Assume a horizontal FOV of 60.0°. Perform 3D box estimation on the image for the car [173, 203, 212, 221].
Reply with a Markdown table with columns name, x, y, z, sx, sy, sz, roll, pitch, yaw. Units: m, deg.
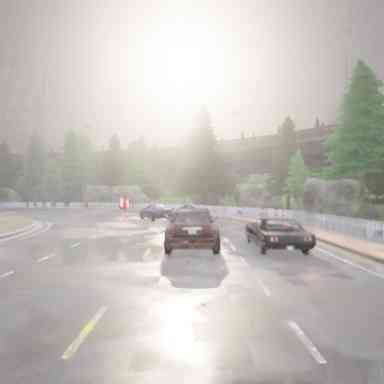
| name | x | y | z | sx | sy | sz | roll | pitch | yaw |
| --- | --- | --- | --- | --- | --- | --- | --- | --- | --- |
| car | -0.055 | 1.811 | 31.124 | 1.812 | 1.442 | 4.674 | 0 | 0 | -27 |

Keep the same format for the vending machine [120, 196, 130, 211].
| name | x | y | z | sx | sy | sz | roll | pitch | yaw |
| --- | --- | --- | --- | --- | --- | --- | --- | --- | --- |
| vending machine | -9.729 | 1.636 | 48.031 | 0.880 | 2.100 | 1.100 | 0 | -1 | 34 |

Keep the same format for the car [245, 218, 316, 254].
| name | x | y | z | sx | sy | sz | roll | pitch | yaw |
| --- | --- | --- | --- | --- | --- | --- | --- | --- | --- |
| car | 3.489 | 1.731 | 14.096 | 1.895 | 1.301 | 4.718 | 0 | 0 | -1 |

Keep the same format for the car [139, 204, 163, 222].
| name | x | y | z | sx | sy | sz | roll | pitch | yaw |
| --- | --- | --- | --- | --- | --- | --- | --- | --- | --- |
| car | -3.223 | 1.798 | 29.638 | 1.812 | 1.442 | 4.674 | 0 | 0 | -27 |

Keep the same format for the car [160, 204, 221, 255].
| name | x | y | z | sx | sy | sz | roll | pitch | yaw |
| --- | --- | --- | --- | --- | --- | --- | --- | --- | --- |
| car | -0.014 | 1.480 | 14.066 | 2.097 | 1.767 | 4.553 | 0 | -1 | -1 |
